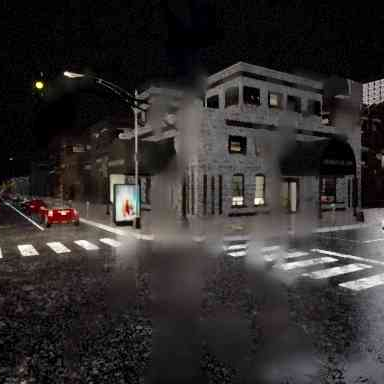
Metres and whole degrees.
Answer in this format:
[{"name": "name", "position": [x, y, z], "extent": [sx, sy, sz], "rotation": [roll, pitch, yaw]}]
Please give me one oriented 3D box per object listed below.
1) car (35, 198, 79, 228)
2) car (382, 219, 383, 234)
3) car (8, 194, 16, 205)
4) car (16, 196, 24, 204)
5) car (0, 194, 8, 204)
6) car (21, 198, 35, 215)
[{"name": "car", "position": [-8.596, 1.290, 21.330], "extent": [1.967, 1.590, 4.097], "rotation": [-1, 1, -31]}, {"name": "car", "position": [10.607, 1.069, 14.384], "extent": [5.566, 2.045, 2.150], "rotation": [0, 1, -32]}, {"name": "car", "position": [-26.354, 1.270, 50.536], "extent": [2.008, 1.369, 4.403], "rotation": [-1, 1, -31]}, {"name": "car", "position": [-17.475, 1.333, 35.934], "extent": [2.008, 1.369, 4.403], "rotation": [-1, 1, -31]}, {"name": "car", "position": [-32.685, 1.277, 55.974], "extent": [1.994, 1.385, 4.181], "rotation": [-1, 0, -31]}, {"name": "car", "position": [-14.515, 1.386, 31.067], "extent": [1.802, 1.307, 4.206], "rotation": [-1, 1, -31]}]
